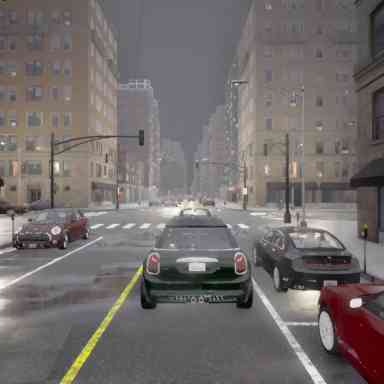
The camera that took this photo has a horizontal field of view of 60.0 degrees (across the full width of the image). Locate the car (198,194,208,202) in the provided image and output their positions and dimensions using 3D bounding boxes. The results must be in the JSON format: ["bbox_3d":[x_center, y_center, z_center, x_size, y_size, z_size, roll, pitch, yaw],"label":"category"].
[{"bbox_3d":[2.602,1.595,63.756,1.752,1.417,4.829,0,0,0],"label":"car"}]

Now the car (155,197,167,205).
[{"bbox_3d":[-5.922,1.613,63.533,1.887,1.381,4.507,0,0,0],"label":"car"}]

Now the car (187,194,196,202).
[{"bbox_3d":[-0.181,1.707,80.076,1.895,1.301,4.718,0,0,0],"label":"car"}]

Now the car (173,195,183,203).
[{"bbox_3d":[-3.146,1.457,74.864,2.097,1.767,4.553,0,0,0],"label":"car"}]

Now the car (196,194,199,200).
[{"bbox_3d":[2.566,1.399,69.094,2.192,1.841,5.009,0,0,0],"label":"car"}]

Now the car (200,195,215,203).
[{"bbox_3d":[2.679,1.590,52.572,1.887,1.381,4.507,0,0,0],"label":"car"}]

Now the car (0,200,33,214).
[{"bbox_3d":[-17.594,1.403,30.197,5.008,1.535,1.882,0,0,-2],"label":"car"}]

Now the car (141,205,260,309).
[{"bbox_3d":[0.069,1.355,8.043,2.097,1.767,4.553,0,0,-1],"label":"car"}]

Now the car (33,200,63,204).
[{"bbox_3d":[-16.002,1.532,36.580,5.357,1.411,2.033,0,0,4],"label":"car"}]

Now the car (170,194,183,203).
[{"bbox_3d":[-3.123,1.575,63.489,1.837,1.490,4.892,0,0,0],"label":"car"}]

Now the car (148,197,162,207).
[{"bbox_3d":[-5.847,1.596,52.517,2.008,1.369,4.403,0,0,0],"label":"car"}]

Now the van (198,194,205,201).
[{"bbox_3d":[2.453,1.481,85.615,1.690,1.788,3.998,0,0,0],"label":"van"}]

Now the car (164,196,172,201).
[{"bbox_3d":[-6.073,1.721,85.565,1.802,1.307,4.206,0,0,0],"label":"car"}]

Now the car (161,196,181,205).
[{"bbox_3d":[-3.069,1.641,49.320,1.895,1.301,4.718,0,0,0],"label":"car"}]

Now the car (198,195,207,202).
[{"bbox_3d":[2.491,1.560,80.107,1.967,1.590,4.097,0,0,0],"label":"car"}]

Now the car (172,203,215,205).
[{"bbox_3d":[0.139,1.497,15.345,2.128,1.511,4.902,0,0,0],"label":"car"}]

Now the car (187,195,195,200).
[{"bbox_3d":[-0.249,1.543,90.051,1.994,1.385,4.181,0,0,0],"label":"car"}]

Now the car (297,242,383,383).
[{"bbox_3d":[2.684,1.545,3.154,1.887,1.381,4.507,0,0,0],"label":"car"}]

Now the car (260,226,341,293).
[{"bbox_3d":[2.698,1.553,8.645,2.008,1.369,4.403,0,0,0],"label":"car"}]

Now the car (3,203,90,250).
[{"bbox_3d":[-5.813,1.445,14.156,1.967,1.590,4.097,0,0,0],"label":"car"}]

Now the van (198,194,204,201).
[{"bbox_3d":[2.415,1.504,91.122,1.690,1.788,3.998,0,0,0],"label":"van"}]

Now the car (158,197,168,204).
[{"bbox_3d":[-5.960,1.665,69.041,1.802,1.307,4.206,0,0,0],"label":"car"}]

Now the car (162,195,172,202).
[{"bbox_3d":[-6.035,1.559,80.058,1.967,1.590,4.097,0,0,0],"label":"car"}]

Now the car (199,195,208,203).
[{"bbox_3d":[2.528,1.541,74.601,1.967,1.590,4.097,0,0,0],"label":"car"}]
